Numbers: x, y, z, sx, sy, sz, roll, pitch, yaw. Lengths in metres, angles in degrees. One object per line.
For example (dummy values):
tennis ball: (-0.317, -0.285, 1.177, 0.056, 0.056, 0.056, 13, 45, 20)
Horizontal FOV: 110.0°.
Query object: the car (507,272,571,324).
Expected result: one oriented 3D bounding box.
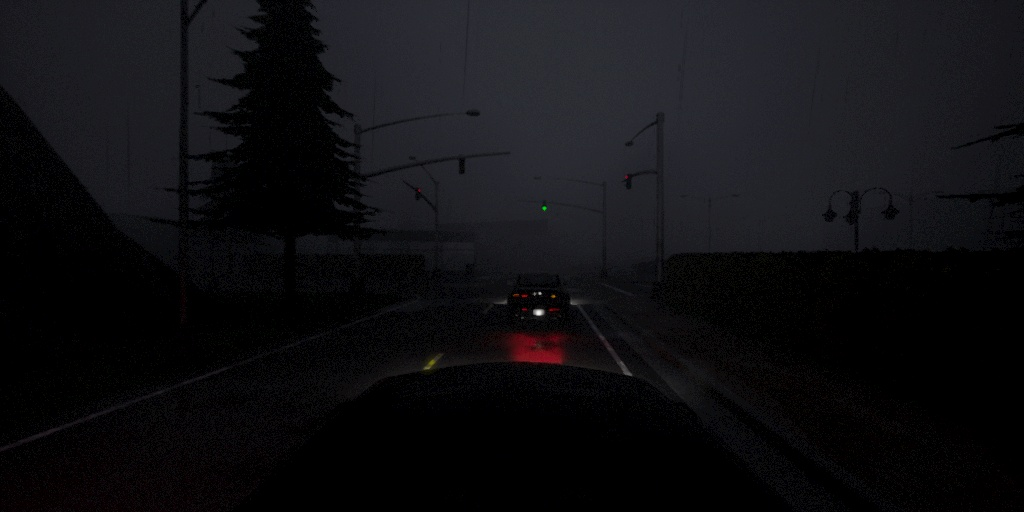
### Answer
car: (0.872, 1.258, 11.988, 1.837, 1.490, 4.892, 0, 0, 4)
